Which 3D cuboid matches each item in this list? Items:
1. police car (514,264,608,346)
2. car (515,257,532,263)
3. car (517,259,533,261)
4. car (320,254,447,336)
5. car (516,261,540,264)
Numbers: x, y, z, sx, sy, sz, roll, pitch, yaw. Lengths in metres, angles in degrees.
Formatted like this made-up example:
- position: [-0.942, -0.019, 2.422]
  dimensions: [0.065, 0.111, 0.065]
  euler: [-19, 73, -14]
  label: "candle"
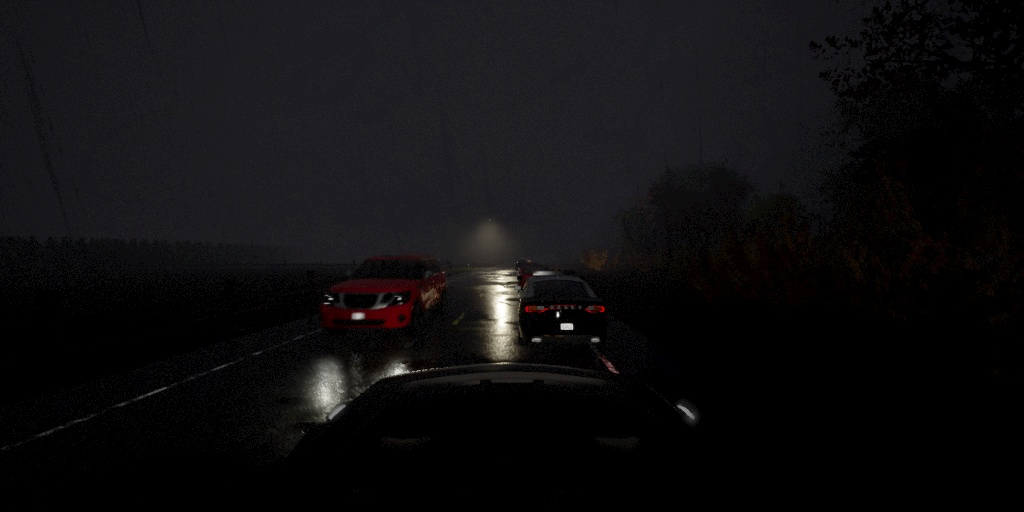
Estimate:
- position: [1.098, 1.173, 9.576]
  dimensions: [1.930, 1.638, 5.238]
  euler: [0, 0, 1]
  label: "police car"
- position: [1.444, 1.228, 49.164]
  dimensions: [1.837, 1.490, 4.892]
  euler: [0, 0, 4]
  label: "car"
- position: [1.421, 1.219, 25.410]
  dimensions: [1.882, 1.535, 5.008]
  euler: [0, 0, 2]
  label: "car"
- position: [-3.397, 0.967, 10.734]
  dimensions: [2.150, 2.045, 5.566]
  euler: [0, 0, 1]
  label: "car"
- position: [1.265, 1.222, 19.432]
  dimensions: [1.882, 1.535, 5.008]
  euler: [0, 0, 1]
  label: "car"
